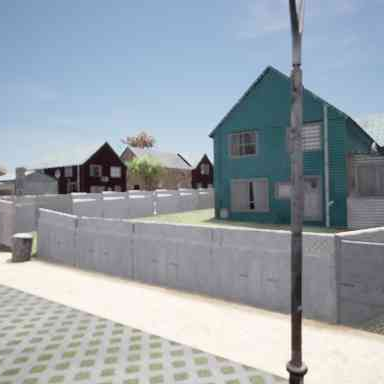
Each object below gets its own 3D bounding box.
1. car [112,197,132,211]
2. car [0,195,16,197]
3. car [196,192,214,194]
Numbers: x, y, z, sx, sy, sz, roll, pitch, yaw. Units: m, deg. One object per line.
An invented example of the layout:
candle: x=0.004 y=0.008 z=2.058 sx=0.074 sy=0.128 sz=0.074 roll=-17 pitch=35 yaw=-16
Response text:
car: x=-6.813 y=0.928 z=29.851 sx=1.837 sy=1.490 sz=4.892 roll=-1 pitch=1 yaw=35
car: x=-12.809 y=1.053 z=21.470 sx=2.097 sy=1.767 sz=4.553 roll=-1 pitch=1 yaw=37
car: x=1.816 y=0.374 z=42.075 sx=2.097 sy=1.767 sz=4.553 roll=-1 pitch=1 yaw=35
